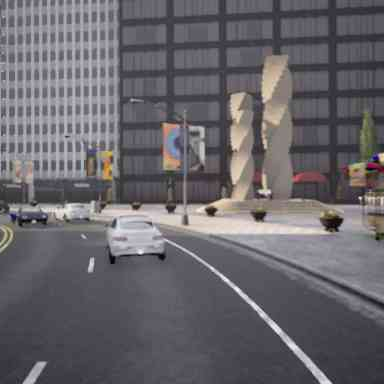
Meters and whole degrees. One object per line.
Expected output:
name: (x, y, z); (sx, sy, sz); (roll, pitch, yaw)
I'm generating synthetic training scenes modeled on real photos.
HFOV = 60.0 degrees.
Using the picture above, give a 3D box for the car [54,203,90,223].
car: (-9.757, 1.657, 26.982); (1.812, 1.442, 4.674); (0, 0, -37)

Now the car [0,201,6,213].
car: (-23.081, 1.744, 38.291); (4.892, 1.490, 1.837); (0, -1, 30)

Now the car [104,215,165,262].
car: (-2.195, 1.573, 12.307); (1.812, 1.442, 4.674); (0, 0, -16)

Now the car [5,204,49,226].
car: (-12.104, 1.739, 24.465); (1.895, 1.301, 4.718); (0, 0, -37)
